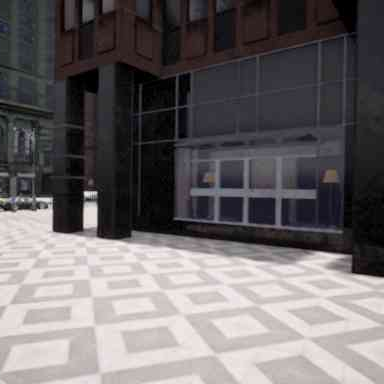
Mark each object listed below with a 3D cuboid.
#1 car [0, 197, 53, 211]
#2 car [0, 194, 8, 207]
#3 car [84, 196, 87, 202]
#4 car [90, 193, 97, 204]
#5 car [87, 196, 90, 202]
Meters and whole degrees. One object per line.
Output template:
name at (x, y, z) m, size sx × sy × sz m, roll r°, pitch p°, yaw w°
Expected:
car at (-16.071, 1.116, 31.925) m, size 2.008 × 1.369 × 4.403 m, roll 2°, pitch 2°, yaw 35°
car at (-23.209, 0.946, 36.595) m, size 1.752 × 1.417 × 4.829 m, roll 2°, pitch 2°, yaw 35°
car at (-17.066, 0.844, 45.203) m, size 2.008 × 1.369 × 4.403 m, roll 2°, pitch 2°, yaw 35°
car at (-9.822, 1.017, 40.680) m, size 1.802 × 1.307 × 4.206 m, roll 2°, pitch 2°, yaw 35°
car at (-14.044, 0.794, 49.437) m, size 1.947 × 1.339 × 4.313 m, roll 2°, pitch 2°, yaw 35°
